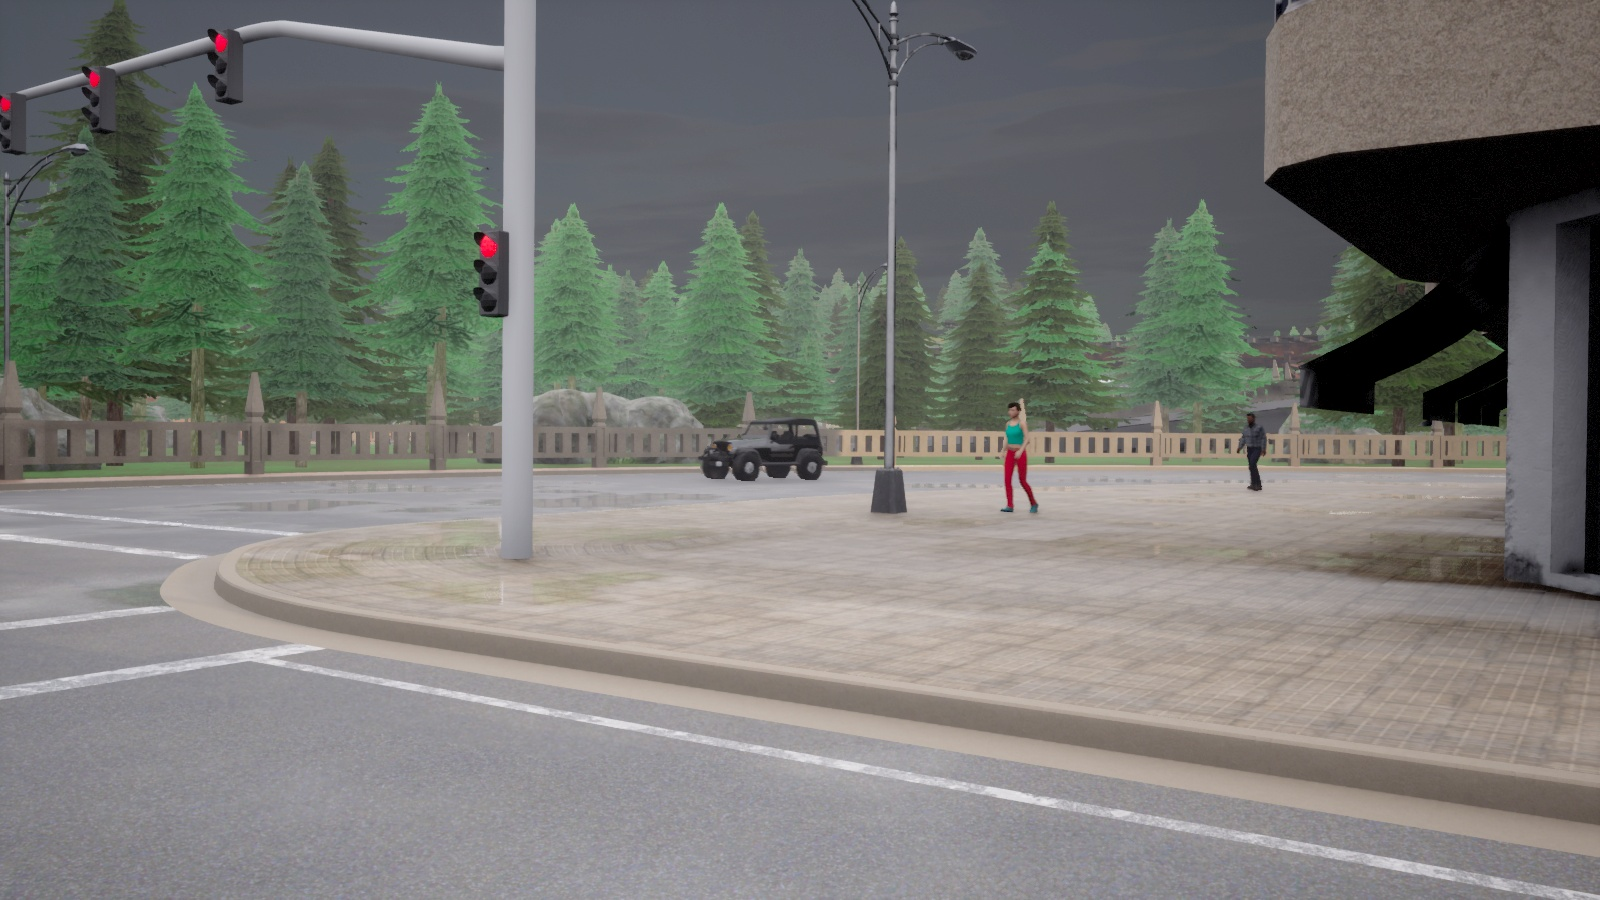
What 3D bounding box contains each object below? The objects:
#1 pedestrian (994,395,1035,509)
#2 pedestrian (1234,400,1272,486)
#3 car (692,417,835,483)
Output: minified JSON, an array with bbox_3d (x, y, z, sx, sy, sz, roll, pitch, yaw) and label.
[{"bbox_3d":[3.519,0.031,20.587,0.594,1.836,0.345,-1,1,-40],"label":"pedestrian"},{"bbox_3d":[10.407,-0.158,28.856,0.788,1.949,0.423,-1,1,-31],"label":"pedestrian"},{"bbox_3d":[-1.066,-0.030,37.495,3.866,1.878,1.905,-1,1,-38],"label":"car"}]
